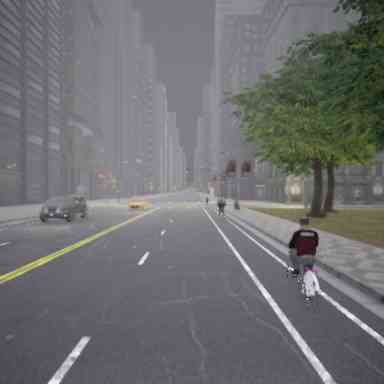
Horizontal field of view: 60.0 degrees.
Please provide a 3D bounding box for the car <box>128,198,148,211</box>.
[{"bbox_3d":[-6.564,1.518,40.812,1.882,1.535,5.008,0,0,0],"label":"car"}]

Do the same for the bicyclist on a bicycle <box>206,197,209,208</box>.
[{"bbox_3d":[2.269,1.513,49.177,0.582,1.620,1.656,0,0,0],"label":"bicyclist on a bicycle"}]

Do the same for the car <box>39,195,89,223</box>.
[{"bbox_3d":[-9.843,1.235,26.061,2.150,2.045,5.566,0,0,0],"label":"car"}]

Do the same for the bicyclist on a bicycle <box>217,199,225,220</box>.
[{"bbox_3d":[2.263,1.383,25.718,0.659,1.776,1.843,0,0,0],"label":"bicyclist on a bicycle"}]

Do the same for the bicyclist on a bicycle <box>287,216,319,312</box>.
[{"bbox_3d":[2.240,1.370,6.835,0.659,1.776,1.843,0,0,0],"label":"bicyclist on a bicycle"}]
